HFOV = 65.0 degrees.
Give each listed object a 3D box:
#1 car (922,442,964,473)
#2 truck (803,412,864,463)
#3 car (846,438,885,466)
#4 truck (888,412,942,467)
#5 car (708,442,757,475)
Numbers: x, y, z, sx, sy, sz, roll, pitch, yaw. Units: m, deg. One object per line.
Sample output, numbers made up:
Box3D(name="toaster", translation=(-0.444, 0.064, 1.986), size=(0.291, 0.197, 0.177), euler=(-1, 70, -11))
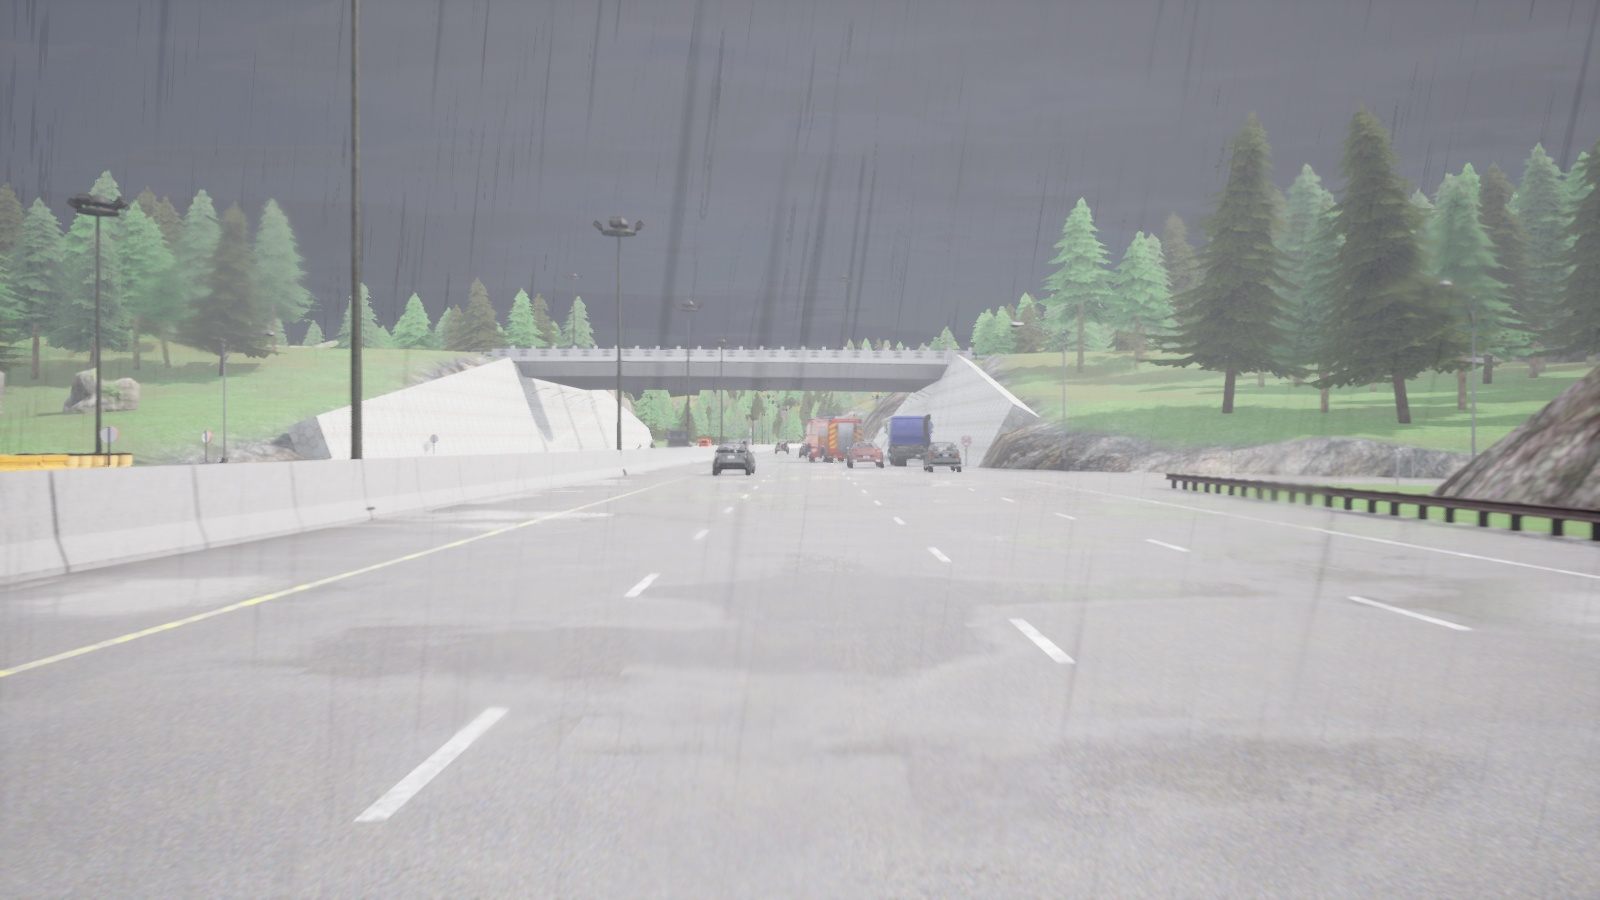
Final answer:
Box3D(name="car", translation=(7.387, 0.386, 65.153), size=(1.789, 1.549, 3.705), euler=(0, 0, 0))
Box3D(name="truck", translation=(2.515, -0.937, 98.367), size=(2.891, 3.827, 8.468), euler=(0, 0, -12))
Box3D(name="car", translation=(3.954, 0.121, 76.862), size=(2.152, 1.651, 5.027), euler=(0, 0, 0))
Box3D(name="truck", translation=(7.489, -0.669, 82.979), size=(2.891, 3.462, 7.936), euler=(0, 0, 0))
Box3D(name="car", translation=(-3.146, 0.376, 59.357), size=(2.007, 1.525, 4.514), euler=(0, 0, 0))
